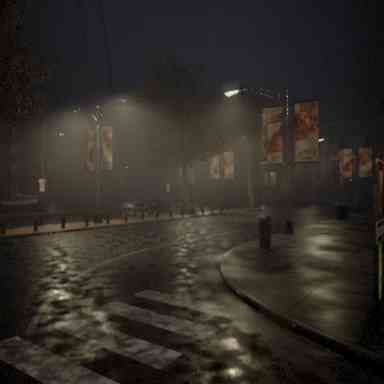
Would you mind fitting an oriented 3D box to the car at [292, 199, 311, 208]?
[{"bbox_3d":[15.940,1.648,48.148,1.895,1.301,4.718,0,0,29],"label":"car"}]

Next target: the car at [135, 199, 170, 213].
[{"bbox_3d":[-4.492,1.559,38.621,1.837,1.490,4.892,0,-1,35],"label":"car"}]

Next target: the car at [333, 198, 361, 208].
[{"bbox_3d":[21.549,1.566,46.260,4.674,1.442,1.812,0,0,-34],"label":"car"}]
